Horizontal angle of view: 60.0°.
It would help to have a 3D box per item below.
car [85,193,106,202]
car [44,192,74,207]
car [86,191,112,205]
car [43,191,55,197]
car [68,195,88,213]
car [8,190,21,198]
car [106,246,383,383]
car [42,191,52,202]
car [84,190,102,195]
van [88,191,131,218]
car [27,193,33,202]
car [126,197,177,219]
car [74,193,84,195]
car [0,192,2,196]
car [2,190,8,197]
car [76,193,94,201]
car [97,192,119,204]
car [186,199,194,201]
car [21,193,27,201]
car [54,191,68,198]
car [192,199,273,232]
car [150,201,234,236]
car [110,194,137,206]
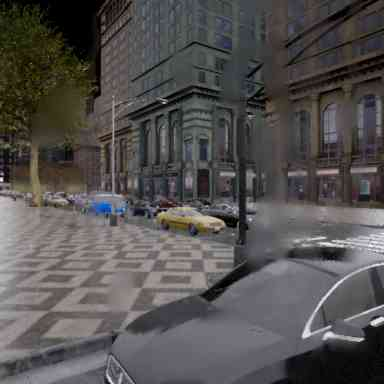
[{"bbox_3d":[-16.006,0.910,54.988,2.008,1.369,4.403,1,0,-35],"label":"car"},{"bbox_3d":[-16.384,1.051,40.749,1.752,1.417,4.829,1,0,-35],"label":"car"},{"bbox_3d":[-12.904,0.844,45.965,2.097,1.767,4.553,0,1,-35],"label":"car"},{"bbox_3d":[-35.455,0.471,82.510,1.802,1.307,4.206,1,0,-35],"label":"car"},{"bbox_3d":[-9.998,1.230,31.709,2.008,1.369,4.403,1,0,-35],"label":"car"},{"bbox_3d":[-35.929,0.483,68.413,1.967,1.590,4.097,1,0,-35],"label":"car"},{"bbox_3d":[1.437,1.505,4.069,4.892,1.490,1.837,0,-1,-31],"label":"car"},{"bbox_3d":[-19.723,0.992,45.476,2.008,1.369,4.403,1,0,-35],"label":"car"},{"bbox_3d":[-9.169,0.870,35.147,2.150,2.045,5.566,0,1,-35],"label":"car"},{"bbox_3d":[-6.754,1.091,27.120,1.690,1.788,3.998,1,0,-35],"label":"van"},{"bbox_3d":[-22.965,0.910,50.063,2.008,1.369,4.403,1,0,-35],"label":"car"},{"bbox_3d":[-3.353,1.338,26.905,1.994,1.385,4.181,0,1,-35],"label":"car"},{"bbox_3d":[-15.051,1.029,43.546,1.812,1.442,4.674,0,1,-34],"label":"car"},{"bbox_3d":[-45.655,0.254,82.176,1.967,1.590,4.097,1,0,-35],"label":"car"},{"bbox_3d":[-42.413,0.329,77.588,1.967,1.590,4.097,1,0,-35],"label":"car"},{"bbox_3d":[-19.248,0.860,59.575,1.802,1.307,4.206,1,0,-35],"label":"car"},{"bbox_3d":[-12.763,0.880,50.401,1.967,1.590,4.097,1,0,-35],"label":"car"},{"bbox_3d":[0.201,1.315,32.048,1.947,1.339,4.313,1,0,-35],"label":"car"},{"bbox_3d":[-26.207,0.830,54.651,2.008,1.369,4.403,1,0,-35],"label":"car"},{"bbox_3d":[-28.972,0.587,73.336,1.887,1.381,4.507,1,0,-35],"label":"car"},{"bbox_3d":[2.369,1.370,18.796,2.128,1.511,4.902,0,1,-35],"label":"car"},{"bbox_3d":[-0.173,1.398,17.802,1.752,1.417,4.829,1,0,-35],"label":"car"},{"bbox_3d":[-9.524,1.073,45.814,2.008,1.369,4.403,1,0,-35],"label":"car"}]
